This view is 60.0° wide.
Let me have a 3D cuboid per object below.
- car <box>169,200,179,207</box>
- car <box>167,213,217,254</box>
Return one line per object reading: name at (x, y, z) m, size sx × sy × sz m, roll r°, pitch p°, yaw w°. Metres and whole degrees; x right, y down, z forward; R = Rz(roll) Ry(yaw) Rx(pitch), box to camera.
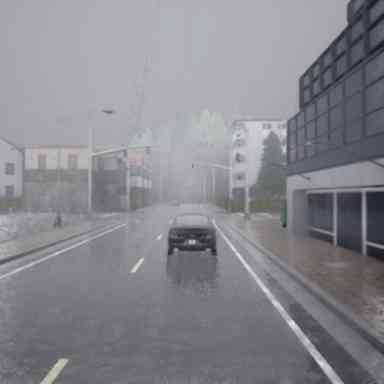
car at (-3.494, 2.261, 66.156) m, size 2.033 × 1.411 × 5.357 m, roll 0°, pitch -1°, yaw 0°
car at (0.026, 1.633, 14.236) m, size 1.882 × 1.535 × 5.008 m, roll 0°, pitch 0°, yaw 0°
